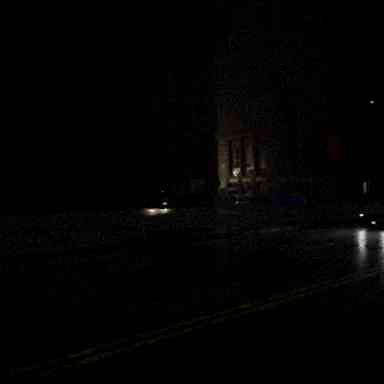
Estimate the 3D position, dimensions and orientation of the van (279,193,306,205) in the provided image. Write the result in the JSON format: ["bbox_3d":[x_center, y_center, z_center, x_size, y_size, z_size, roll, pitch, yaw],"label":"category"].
[{"bbox_3d":[14.225,0.967,47.240,1.690,1.788,3.998,-1,1,-35],"label":"van"}]

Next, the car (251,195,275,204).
[{"bbox_3d":[10.951,1.179,51.845,1.802,1.307,4.206,-1,1,-35],"label":"car"}]

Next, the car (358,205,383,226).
[{"bbox_3d":[12.214,1.426,20.354,4.718,1.301,1.895,-1,0,-35],"label":"car"}]

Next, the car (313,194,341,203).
[{"bbox_3d":[21.170,1.016,52.188,1.947,1.339,4.313,-1,1,-35],"label":"car"}]

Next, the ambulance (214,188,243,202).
[{"bbox_3d":[6.781,0.503,62.596,2.351,2.431,6.366,-1,1,-35],"label":"ambulance"}]
